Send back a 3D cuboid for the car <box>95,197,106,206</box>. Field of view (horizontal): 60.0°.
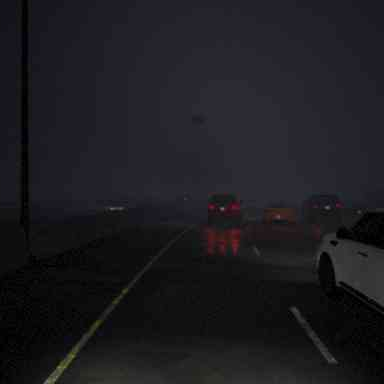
[{"bbox_3d":[-12.605,1.449,50.264,1.895,1.301,4.718,0,0,19],"label":"car"}]

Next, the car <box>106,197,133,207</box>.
[{"bbox_3d":[-9.656,1.406,48.112,2.033,1.411,5.357,0,0,18],"label":"car"}]

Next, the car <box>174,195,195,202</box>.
[{"bbox_3d":[-1.169,1.216,51.096,2.097,1.767,4.553,0,0,20],"label":"car"}]

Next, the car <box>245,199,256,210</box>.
[{"bbox_3d":[6.770,1.502,41.360,1.895,1.301,4.718,0,0,17],"label":"car"}]

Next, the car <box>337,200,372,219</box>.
[{"bbox_3d":[14.422,1.469,29.816,1.812,1.442,4.674,0,0,13],"label":"car"}]

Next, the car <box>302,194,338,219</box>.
[{"bbox_3d":[9.855,1.169,25.505,2.150,2.045,5.566,0,0,11],"label":"car"}]

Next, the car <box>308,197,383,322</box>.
[{"bbox_3d":[3.809,1.213,5.236,2.150,2.045,5.566,0,0,3],"label":"car"}]

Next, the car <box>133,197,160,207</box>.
[{"bbox_3d":[-6.108,1.391,47.554,1.812,1.442,4.674,0,0,18],"label":"car"}]

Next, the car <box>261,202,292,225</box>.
[{"bbox_3d":[5.986,1.424,23.773,1.882,1.535,5.008,0,0,10],"label":"car"}]

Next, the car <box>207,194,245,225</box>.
[{"bbox_3d":[2.426,1.162,23.873,2.150,2.045,5.566,0,0,10],"label":"car"}]
